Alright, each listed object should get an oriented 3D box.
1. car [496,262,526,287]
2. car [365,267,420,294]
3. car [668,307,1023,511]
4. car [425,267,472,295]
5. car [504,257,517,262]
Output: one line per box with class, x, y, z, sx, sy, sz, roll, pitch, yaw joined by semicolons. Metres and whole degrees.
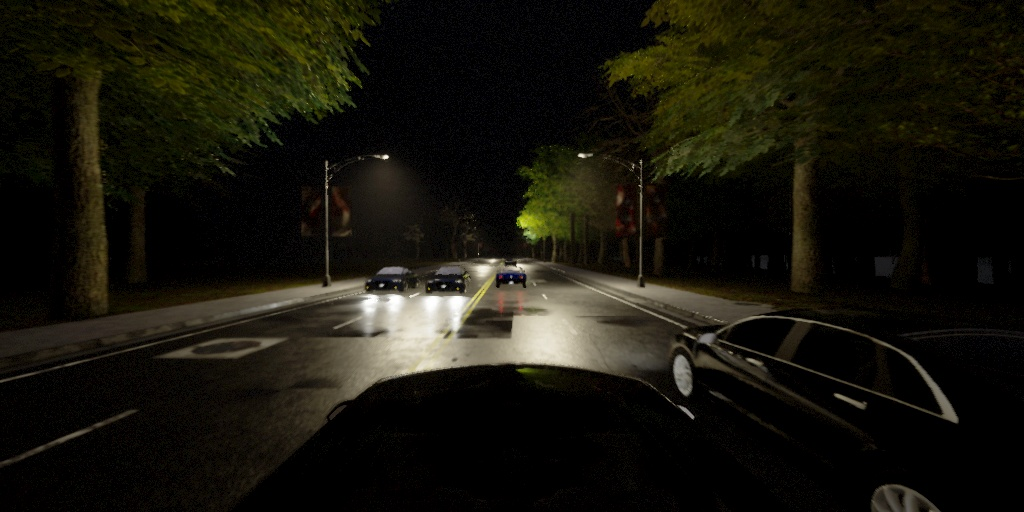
car;-0.063;1.309;23.863;1.895;1.301;4.718;0;0;0
car;-6.600;1.287;20.125;1.994;1.385;4.181;0;0;0
car;3.250;1.253;3.480;1.837;1.490;4.892;0;0;0
car;-3.349;1.289;19.570;1.994;1.385;4.181;0;0;0
car;-0.179;1.030;53.933;2.128;1.511;4.902;0;0;-1
